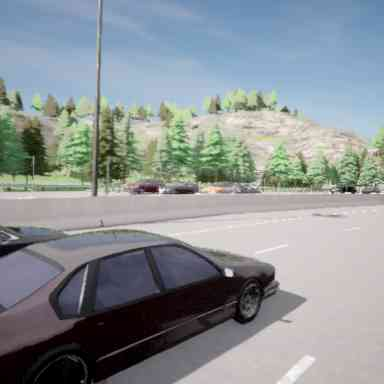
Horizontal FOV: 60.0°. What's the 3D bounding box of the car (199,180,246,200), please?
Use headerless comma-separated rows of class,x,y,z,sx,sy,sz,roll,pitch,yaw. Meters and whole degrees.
car,3.067,-0.206,33.062,4.553,1.767,2.097,0,4,-42

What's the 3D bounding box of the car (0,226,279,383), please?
car,-0.872,1.259,4.440,2.033,1.411,5.357,5,4,43

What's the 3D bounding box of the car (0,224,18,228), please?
car,-4.248,1.015,5.449,1.837,1.490,4.892,4,3,41
